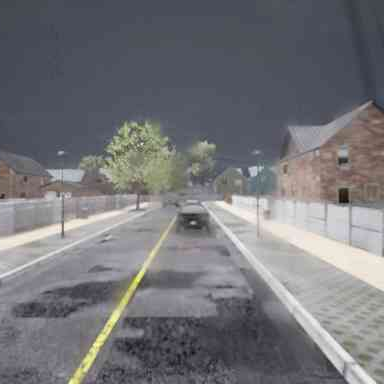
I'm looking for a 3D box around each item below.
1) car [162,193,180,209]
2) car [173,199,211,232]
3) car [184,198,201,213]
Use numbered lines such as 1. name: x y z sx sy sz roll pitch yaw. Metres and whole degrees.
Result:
1. car: -2.815 1.143 44.923 2.150 2.045 5.566 0 0 0
2. car: 0.069 1.434 19.623 1.882 1.535 5.008 0 0 0
3. car: 0.045 1.453 37.081 1.812 1.442 4.674 0 0 0
